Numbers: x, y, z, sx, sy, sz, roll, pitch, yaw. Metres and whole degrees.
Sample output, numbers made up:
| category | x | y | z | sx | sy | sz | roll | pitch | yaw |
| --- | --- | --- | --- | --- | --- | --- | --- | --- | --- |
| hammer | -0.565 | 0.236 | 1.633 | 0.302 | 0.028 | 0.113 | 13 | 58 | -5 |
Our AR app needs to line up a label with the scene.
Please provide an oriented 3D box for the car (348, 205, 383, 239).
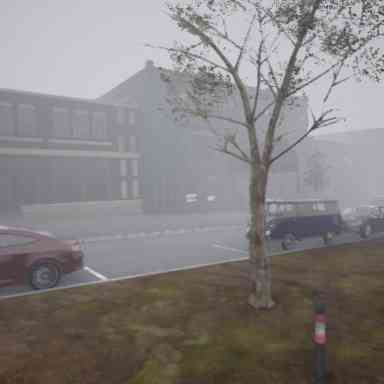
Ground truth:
| category | x | y | z | sx | sy | sz | roll | pitch | yaw |
| --- | --- | --- | --- | --- | --- | --- | --- | --- | --- |
| car | 8.773 | 1.422 | 16.971 | 4.892 | 1.521 | 2.231 | 1 | -1 | -37 |

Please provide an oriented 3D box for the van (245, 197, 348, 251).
| category | x | y | z | sx | sy | sz | roll | pitch | yaw |
| --- | --- | --- | --- | --- | --- | --- | --- | --- | --- |
| van | 4.145 | 1.214 | 13.669 | 4.442 | 1.987 | 1.878 | 0 | 0 | -33 |

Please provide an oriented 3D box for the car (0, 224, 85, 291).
| category | x | y | z | sx | sy | sz | roll | pitch | yaw |
| --- | --- | --- | --- | --- | --- | --- | --- | --- | --- |
| car | -4.776 | 1.469 | 7.283 | 4.674 | 1.452 | 2.002 | 0 | 0 | -35 |
